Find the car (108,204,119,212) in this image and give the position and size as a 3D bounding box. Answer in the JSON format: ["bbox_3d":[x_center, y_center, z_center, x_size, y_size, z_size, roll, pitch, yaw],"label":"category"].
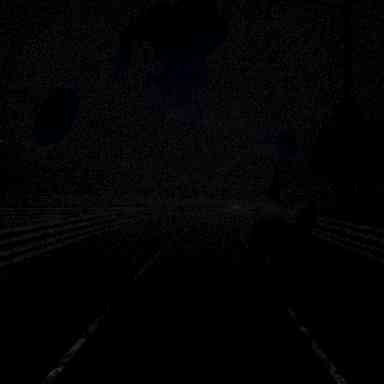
[{"bbox_3d":[-8.408,2.514,44.034,1.895,1.301,4.718,-1,-2,30],"label":"car"}]

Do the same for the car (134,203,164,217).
[{"bbox_3d":[-5.424,2.223,42.209,2.097,1.767,4.553,-1,-2,30],"label":"car"}]

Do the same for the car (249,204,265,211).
[{"bbox_3d":[15.685,3.862,78.264,1.895,1.301,4.718,-1,-2,30],"label":"car"}]

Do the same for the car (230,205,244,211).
[{"bbox_3d":[10.423,3.682,76.203,1.812,1.442,4.674,-1,-2,30],"label":"car"}]

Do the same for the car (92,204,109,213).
[{"bbox_3d":[-11.442,2.430,45.787,1.882,1.535,5.008,-1,-2,30],"label":"car"}]

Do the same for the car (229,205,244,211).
[{"bbox_3d":[11.440,3.989,84.869,2.128,1.511,4.902,-1,-2,30],"label":"car"}]
